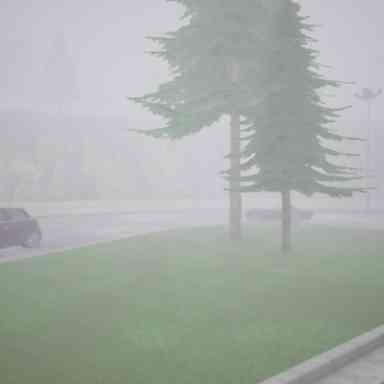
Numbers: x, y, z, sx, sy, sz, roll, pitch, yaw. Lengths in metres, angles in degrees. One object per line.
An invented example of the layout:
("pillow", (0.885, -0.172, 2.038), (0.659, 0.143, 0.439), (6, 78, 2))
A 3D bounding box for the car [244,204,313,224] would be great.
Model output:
("car", (6.165, 1.534, 24.041), (4.718, 1.301, 1.895), (0, 0, 13))

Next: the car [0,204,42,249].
("car", (-7.791, 1.325, 11.868), (2.097, 1.767, 4.553), (0, 0, 26))
